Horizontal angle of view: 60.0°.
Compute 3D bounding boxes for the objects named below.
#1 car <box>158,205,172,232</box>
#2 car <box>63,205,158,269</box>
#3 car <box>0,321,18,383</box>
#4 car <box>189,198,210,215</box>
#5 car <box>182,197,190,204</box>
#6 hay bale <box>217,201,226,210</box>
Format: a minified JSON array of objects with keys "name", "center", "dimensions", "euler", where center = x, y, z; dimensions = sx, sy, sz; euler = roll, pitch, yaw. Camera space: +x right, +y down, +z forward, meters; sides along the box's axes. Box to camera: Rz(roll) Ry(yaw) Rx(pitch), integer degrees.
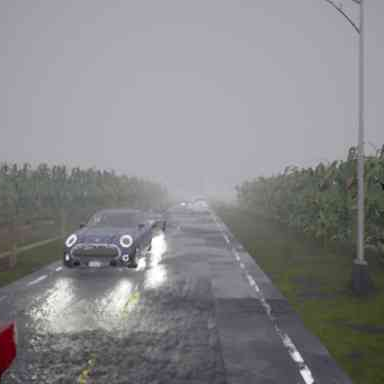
[{"name":"car","center":[-2.373,1.583,21.174],"dimensions":[2.128,1.511,4.902],"euler":[0,0,2]},{"name":"car","center":[-2.613,1.393,11.335],"dimensions":[2.097,1.767,4.553],"euler":[0,0,1]},{"name":"car","center":[-2.856,1.588,1.360],"dimensions":[1.895,1.301,4.718],"euler":[0,0,1]},{"name":"car","center":[0.925,1.709,36.038],"dimensions":[1.812,1.442,4.674],"euler":[0,0,2]},{"name":"car","center":[-1.068,1.799,72.215],"dimensions":[1.812,1.442,4.674],"euler":[0,0,1]},{"name":"hay bale","center":[4.202,1.908,47.077],"dimensions":[1.220,1.180,1.240],"euler":[0,-1,1]}]
